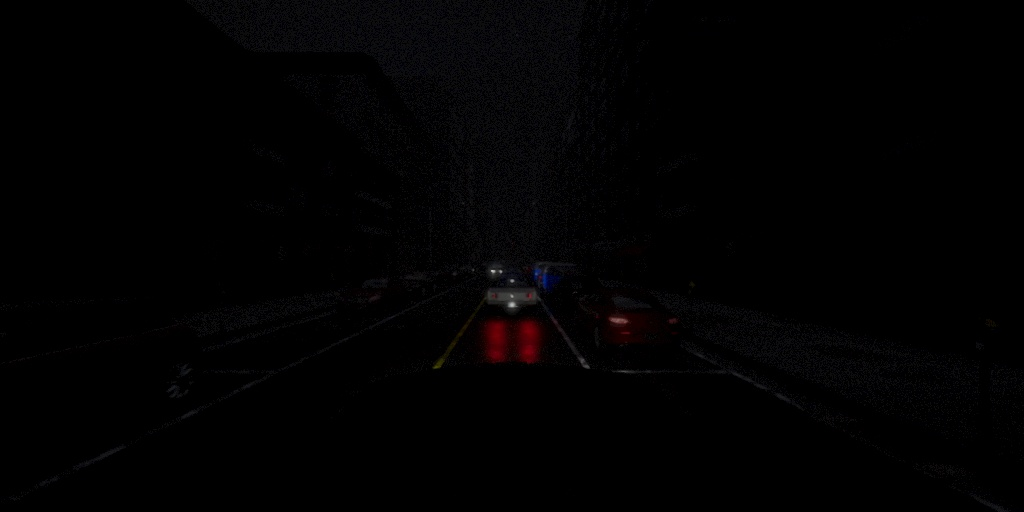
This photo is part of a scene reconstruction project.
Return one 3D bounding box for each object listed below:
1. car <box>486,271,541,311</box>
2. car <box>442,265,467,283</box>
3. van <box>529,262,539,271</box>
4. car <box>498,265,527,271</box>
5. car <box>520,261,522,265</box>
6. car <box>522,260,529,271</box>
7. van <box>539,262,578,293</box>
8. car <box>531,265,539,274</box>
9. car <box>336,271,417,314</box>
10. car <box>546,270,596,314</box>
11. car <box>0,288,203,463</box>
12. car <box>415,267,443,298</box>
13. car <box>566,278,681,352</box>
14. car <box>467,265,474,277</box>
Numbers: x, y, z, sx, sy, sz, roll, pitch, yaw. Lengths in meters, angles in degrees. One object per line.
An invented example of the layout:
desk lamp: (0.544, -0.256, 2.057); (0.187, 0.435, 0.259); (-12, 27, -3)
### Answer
car: (0.020, 1.486, 15.105); (1.895, 1.301, 4.718); (0, -1, 1)
car: (-5.386, 1.493, 30.912); (1.967, 1.591, 4.097); (0, 0, 0)
van: (2.639, 1.393, 30.911); (1.690, 1.789, 3.998); (0, 0, 0)
car: (0.022, 1.645, 30.107); (1.895, 1.301, 4.718); (0, -1, 0)
car: (2.755, 1.884, 58.521); (1.812, 1.442, 4.674); (0, -1, 0)
car: (2.641, 1.675, 47.443); (1.967, 1.591, 4.097); (0, 0, 0)
van: (2.638, 1.275, 19.891); (1.690, 1.789, 3.998); (0, 0, 0)
car: (2.639, 1.543, 25.401); (2.007, 1.370, 4.403); (0, 0, 0)
car: (-5.387, 1.460, 14.381); (1.802, 1.307, 4.207); (0, 0, 0)
car: (2.638, 1.443, 14.381); (1.948, 1.339, 4.313); (0, 0, 0)
car: (-5.388, 1.207, 3.361); (1.967, 1.591, 4.097); (0, 0, 0)
car: (-5.387, 1.485, 19.892); (2.007, 1.370, 4.403); (0, 0, 0)
car: (2.637, 1.403, 8.871); (1.802, 1.307, 4.207); (0, 0, 0)
car: (-5.385, 1.725, 41.933); (2.007, 1.370, 4.403); (0, 0, 0)
